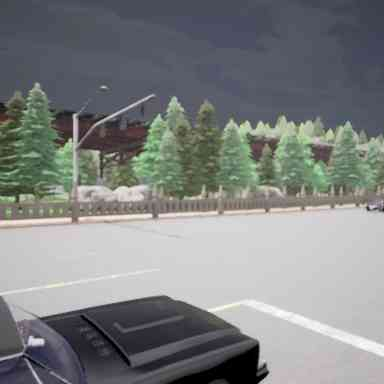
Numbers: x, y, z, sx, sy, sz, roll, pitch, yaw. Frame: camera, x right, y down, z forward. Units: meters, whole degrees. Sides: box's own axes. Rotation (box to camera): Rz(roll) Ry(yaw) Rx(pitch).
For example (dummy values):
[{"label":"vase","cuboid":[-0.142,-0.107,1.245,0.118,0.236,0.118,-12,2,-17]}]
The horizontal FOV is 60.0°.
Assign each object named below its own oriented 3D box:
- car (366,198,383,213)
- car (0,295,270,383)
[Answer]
[{"label":"car","cuboid":[20.690,1.425,35.945,4.902,1.511,2.128,0,0,-35]},{"label":"car","cuboid":[-1.592,1.601,2.631,4.718,1.301,1.895,0,0,-35]}]
